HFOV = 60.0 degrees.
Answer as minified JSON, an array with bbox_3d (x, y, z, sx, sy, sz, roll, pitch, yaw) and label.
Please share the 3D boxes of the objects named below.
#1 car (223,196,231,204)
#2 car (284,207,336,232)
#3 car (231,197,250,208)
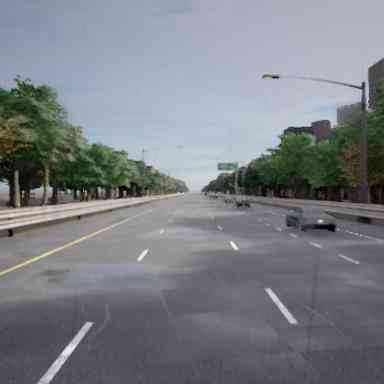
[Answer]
[{"bbox_3d":[7.213,1.587,65.527,2.033,1.411,5.357,0,0,0],"label":"car"},{"bbox_3d":[7.016,1.573,20.141,1.994,1.385,4.181,0,0,0],"label":"car"},{"bbox_3d":[7.110,1.533,47.860,1.837,1.490,4.892,0,0,0],"label":"car"}]
